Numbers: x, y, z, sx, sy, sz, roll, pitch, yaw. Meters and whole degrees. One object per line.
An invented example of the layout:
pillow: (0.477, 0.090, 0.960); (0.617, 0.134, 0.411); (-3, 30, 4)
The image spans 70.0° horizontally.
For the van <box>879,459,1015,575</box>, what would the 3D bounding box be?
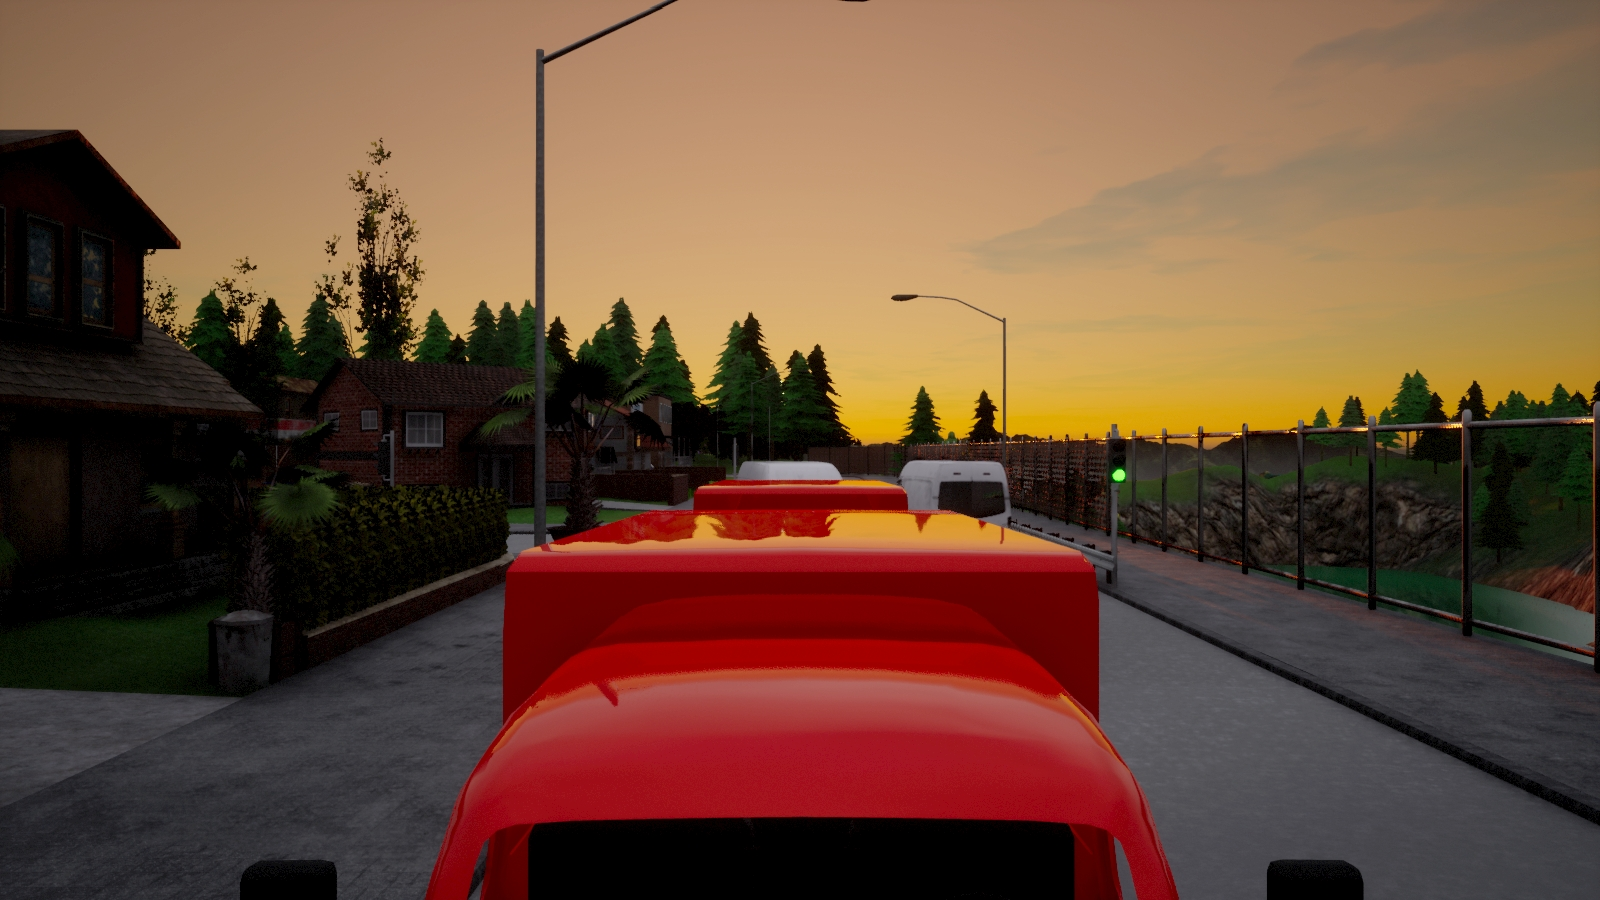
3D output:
van: (3.532, 1.545, 28.767); (1.988, 2.561, 5.915); (1, 0, -7)

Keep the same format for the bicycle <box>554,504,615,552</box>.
bicycle: (-6.027, 2.170, 32.019); (1.487, 1.276, 0.859); (0, 0, 8)

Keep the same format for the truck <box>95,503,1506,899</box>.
truck: (-0.001, 1.570, 4.728); (2.627, 2.467, 5.204); (0, 0, 0)
